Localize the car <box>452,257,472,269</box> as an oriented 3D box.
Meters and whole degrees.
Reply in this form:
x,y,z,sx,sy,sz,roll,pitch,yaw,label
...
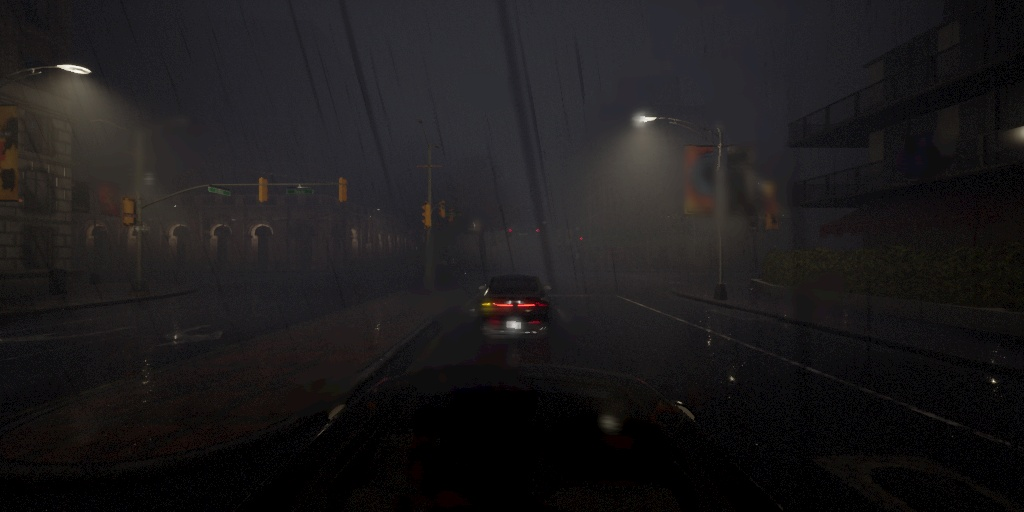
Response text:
x,y,z,sx,sy,sz,roll,pitch,yaw,label
-8.040,1.276,58.371,1.812,1.442,4.674,0,0,0,car

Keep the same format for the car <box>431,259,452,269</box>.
x,y,z,sx,sy,sz,roll,pitch,yaw,label
-11.530,1.276,58.597,1.812,1.442,4.674,0,0,0,car

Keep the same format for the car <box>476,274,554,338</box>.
x,y,z,sx,sy,sz,roll,pitch,yaw,label
0.079,1.255,10.174,1.837,1.490,4.892,0,0,0,car

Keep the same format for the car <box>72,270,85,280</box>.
x,y,z,sx,sy,sz,roll,pitch,yaw,label
-37.352,1.351,28.569,4.718,1.301,1.895,0,0,0,car
